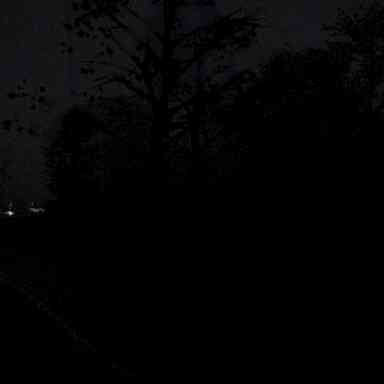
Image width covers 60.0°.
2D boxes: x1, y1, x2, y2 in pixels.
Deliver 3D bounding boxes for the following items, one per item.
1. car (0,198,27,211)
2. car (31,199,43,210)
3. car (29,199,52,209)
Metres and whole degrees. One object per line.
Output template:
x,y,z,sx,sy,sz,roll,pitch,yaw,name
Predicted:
-23.041,1.555,42.488,2.097,1.767,4.553,0,-2,-2,car
-23.397,2.093,53.222,2.033,1.411,5.357,0,-2,-2,car
-27.168,2.099,59.854,2.097,1.767,4.553,0,-2,-2,car
